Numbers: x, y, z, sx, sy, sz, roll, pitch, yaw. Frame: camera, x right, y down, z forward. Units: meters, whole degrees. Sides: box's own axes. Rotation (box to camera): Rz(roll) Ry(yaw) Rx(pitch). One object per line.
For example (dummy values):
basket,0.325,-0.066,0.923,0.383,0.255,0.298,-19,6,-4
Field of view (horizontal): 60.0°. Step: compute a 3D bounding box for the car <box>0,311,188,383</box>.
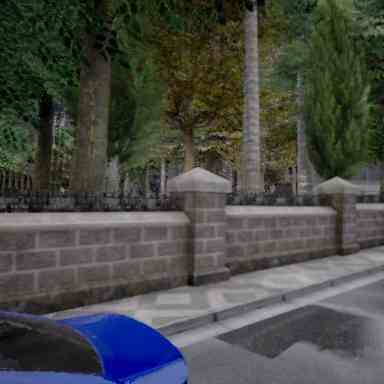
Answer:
car,-2.275,1.507,1.475,5.008,1.535,1.882,1,-1,-38
